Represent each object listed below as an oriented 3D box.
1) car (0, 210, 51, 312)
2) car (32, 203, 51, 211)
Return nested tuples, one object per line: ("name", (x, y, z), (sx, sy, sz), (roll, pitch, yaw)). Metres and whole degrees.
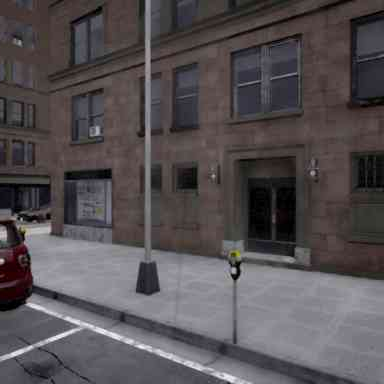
("car", (-5.082, 1.313, 6.423), (5.009, 1.841, 2.192), (0, 0, 35))
("car", (-10.254, 1.498, 25.184), (2.033, 1.411, 5.357), (0, 0, 36))
